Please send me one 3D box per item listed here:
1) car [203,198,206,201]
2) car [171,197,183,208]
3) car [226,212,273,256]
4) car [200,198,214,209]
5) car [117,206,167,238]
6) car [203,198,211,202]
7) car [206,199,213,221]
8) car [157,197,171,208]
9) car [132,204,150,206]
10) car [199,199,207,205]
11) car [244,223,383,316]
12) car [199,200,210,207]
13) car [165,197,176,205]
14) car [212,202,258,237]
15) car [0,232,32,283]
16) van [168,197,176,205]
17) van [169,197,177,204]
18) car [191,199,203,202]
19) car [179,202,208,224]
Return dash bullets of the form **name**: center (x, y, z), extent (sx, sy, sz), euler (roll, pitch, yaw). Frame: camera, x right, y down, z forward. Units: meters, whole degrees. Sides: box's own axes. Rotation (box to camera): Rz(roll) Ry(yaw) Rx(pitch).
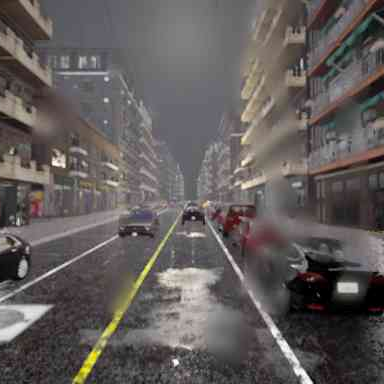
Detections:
- **car**: center (2.599, 2.110, 53.081), extent (1.752, 1.417, 4.829), euler (2, -1, 0)
- **car**: center (-2.778, 2.029, 60.954), extent (2.097, 1.767, 4.553), euler (0, -1, 1)
- **car**: center (2.591, 1.720, 13.263), extent (1.802, 1.307, 4.206), euler (2, -1, 0)
- **car**: center (2.606, 1.965, 58.578), extent (2.192, 1.841, 5.009), euler (2, -1, 0)
- **car**: center (-2.845, 1.748, 19.177), extent (2.033, 1.411, 5.357), euler (0, -1, 0)
- **car**: center (2.598, 1.826, 35.920), extent (1.967, 1.590, 4.097), euler (2, -1, 0)
- **car**: center (2.598, 1.762, 30.255), extent (1.967, 1.590, 4.097), euler (2, -1, 0)
- **car**: center (-5.276, 2.090, 58.584), extent (1.967, 1.590, 4.097), euler (2, -1, 0)
- **car**: center (-5.284, 1.846, 30.091), extent (1.752, 1.417, 4.829), euler (2, -1, 0)
- **car**: center (2.604, 2.454, 81.401), extent (1.752, 1.417, 4.829), euler (2, -1, 0)
- **car**: center (2.590, 1.645, 7.601), extent (1.947, 1.339, 4.313), euler (2, -1, 0)
- **car**: center (2.601, 2.335, 69.902), extent (2.008, 1.369, 4.403), euler (2, -1, 0)
- **car**: center (-5.268, 2.242, 81.241), extent (2.192, 1.841, 5.009), euler (2, -1, 0)
- **car**: center (2.600, 1.514, 18.931), extent (2.192, 1.841, 5.009), euler (2, -1, 0)
- **car**: center (-5.288, 1.631, 7.608), extent (2.008, 1.369, 4.403), euler (2, -1, 0)
- **van**: center (-5.268, 2.342, 86.904), extent (1.690, 1.788, 3.998), euler (2, -1, 0)
- **van**: center (-5.267, 2.417, 92.569), extent (1.690, 1.788, 3.998), euler (2, -1, 0)
- **car**: center (0.084, 1.921, 42.847), extent (1.801, 1.575, 5.366), euler (0, -1, 0)
- **car**: center (0.105, 1.817, 27.496), extent (1.812, 1.442, 4.674), euler (0, 0, 0)
